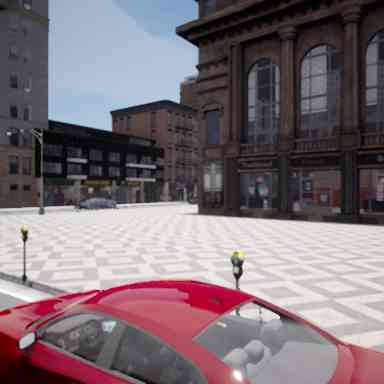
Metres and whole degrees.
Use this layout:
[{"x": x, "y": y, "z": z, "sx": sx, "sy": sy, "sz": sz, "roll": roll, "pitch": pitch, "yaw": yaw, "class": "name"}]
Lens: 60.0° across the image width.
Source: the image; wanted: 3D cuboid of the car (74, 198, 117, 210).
[{"x": -11.800, "y": 1.423, "z": 41.077, "sx": 2.033, "sy": 1.411, "sz": 5.357, "roll": 0, "pitch": 0, "yaw": 36, "class": "car"}]

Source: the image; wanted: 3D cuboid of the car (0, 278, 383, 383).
[{"x": -0.422, "y": 1.539, "z": 3.146, "sx": 4.507, "sy": 1.381, "sz": 1.887, "roll": 0, "pitch": 0, "yaw": 35, "class": "car"}]

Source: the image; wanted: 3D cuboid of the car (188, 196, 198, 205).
[{"x": 1.220, "y": 1.413, "z": 58.618, "sx": 1.837, "sy": 1.490, "sz": 4.892, "roll": 0, "pitch": 0, "yaw": 37, "class": "car"}]
